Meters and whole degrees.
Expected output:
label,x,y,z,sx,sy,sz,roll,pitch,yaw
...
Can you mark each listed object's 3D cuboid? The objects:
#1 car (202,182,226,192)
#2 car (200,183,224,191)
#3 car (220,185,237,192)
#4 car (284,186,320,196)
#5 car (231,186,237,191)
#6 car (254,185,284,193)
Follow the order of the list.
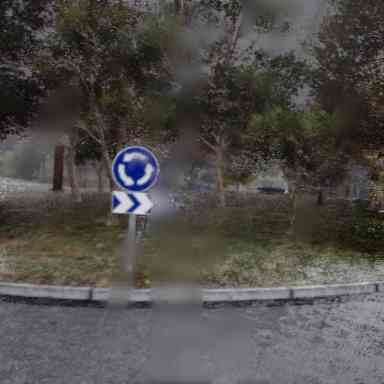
label,x,y,z,sx,sy,sz,roll,pitch,yaw
car,5.267,-1.248,80.903,5.566,2.045,2.435,3,1,-1
car,4.308,-1.024,78.100,4.892,1.521,2.231,3,1,-1
car,10.372,-1.012,94.890,4.553,1.767,2.185,3,1,0
car,16.886,-0.206,50.282,1.837,1.490,4.892,3,2,-37
car,9.343,-1.144,92.104,5.566,2.045,2.435,3,0,0
car,12.231,-0.424,51.723,1.895,1.301,4.718,2,0,-27
